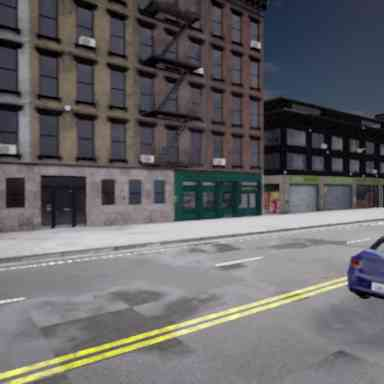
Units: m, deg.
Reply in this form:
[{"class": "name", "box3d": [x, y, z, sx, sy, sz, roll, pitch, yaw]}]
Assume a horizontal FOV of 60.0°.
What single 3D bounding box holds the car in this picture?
[{"class": "car", "box3d": [5.149, 1.491, 7.115, 4.674, 1.442, 1.812, 0, 0, -36]}]
